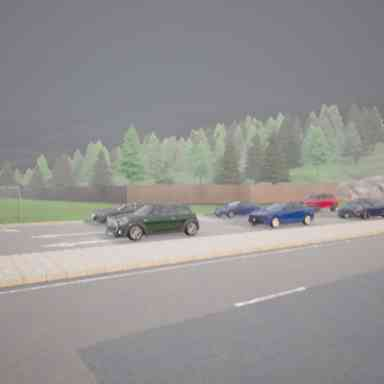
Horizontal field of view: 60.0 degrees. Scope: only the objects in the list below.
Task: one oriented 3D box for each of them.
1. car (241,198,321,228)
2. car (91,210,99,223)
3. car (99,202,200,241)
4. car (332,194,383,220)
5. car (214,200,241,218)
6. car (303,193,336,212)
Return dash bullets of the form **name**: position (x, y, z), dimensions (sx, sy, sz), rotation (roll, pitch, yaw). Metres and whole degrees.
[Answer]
- **car**: position (5.870, 1.418, 21.726), dimensions (5.008, 1.535, 1.882), rotation (0, 0, -34)
- **car**: position (-4.507, 1.455, 23.206), dimensions (4.902, 1.511, 2.128), rotation (0, 0, -34)
- **car**: position (-1.906, 1.322, 16.533), dimensions (4.553, 1.767, 2.097), rotation (0, 0, -34)
- **car**: position (13.904, 1.261, 27.083), dimensions (4.553, 1.767, 2.097), rotation (0, 0, -34)
- **car**: position (4.060, 1.455, 28.929), dimensions (4.674, 1.442, 1.812), rotation (0, 0, -33)
- **car**: position (13.153, 1.112, 34.989), dimensions (5.566, 2.045, 2.150), rotation (-1, 0, -33)
